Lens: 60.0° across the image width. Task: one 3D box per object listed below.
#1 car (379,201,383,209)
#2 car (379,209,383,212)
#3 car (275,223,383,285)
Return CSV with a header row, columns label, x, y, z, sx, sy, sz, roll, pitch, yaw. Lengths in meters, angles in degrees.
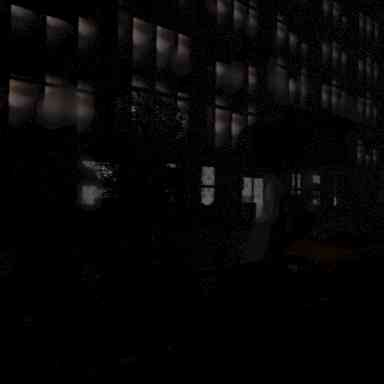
label,x,y,z,sx,sy,sz,roll,pitch,yaw
car,22.295,1.650,36.679,1.887,1.381,4.507,3,-1,-36
car,9.155,1.588,13.085,4.097,1.590,1.967,1,0,-36
car,4.491,1.616,9.757,4.829,1.417,1.752,1,0,-36
